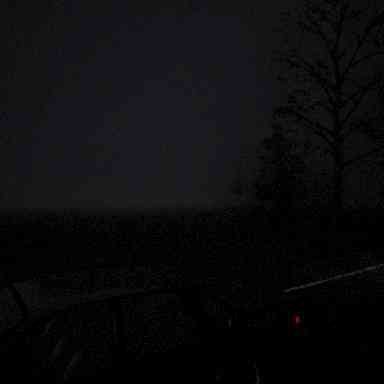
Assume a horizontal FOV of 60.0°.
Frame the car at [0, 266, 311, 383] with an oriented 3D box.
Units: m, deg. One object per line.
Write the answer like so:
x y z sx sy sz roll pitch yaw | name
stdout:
-1.121 1.548 3.196 5.357 1.411 2.033 0 0 -36 | car
